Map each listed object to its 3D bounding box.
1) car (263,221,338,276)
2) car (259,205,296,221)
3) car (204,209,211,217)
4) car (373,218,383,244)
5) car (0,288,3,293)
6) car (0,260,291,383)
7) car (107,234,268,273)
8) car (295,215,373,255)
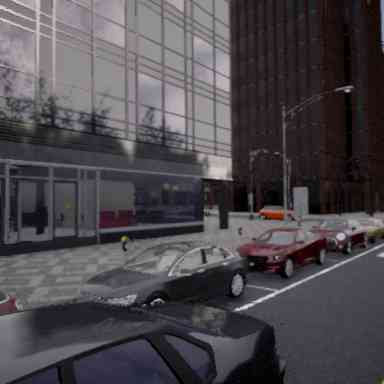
[{"bbox_3d":[3.222,1.930,11.547,1.887,1.381,4.507,-2,-3,41],"label":"car"},{"bbox_3d":[9.541,2.226,35.704,4.553,1.767,2.097,-1,-2,41],"label":"car"},{"bbox_3d":[0.430,2.575,43.592,4.181,1.385,1.994,-1,-1,41],"label":"car"},{"bbox_3d":[10.272,2.125,19.653,1.752,1.417,4.829,-2,-3,41],"label":"car"},{"bbox_3d":[-3.940,1.609,3.318,1.967,1.590,4.097,-2,-3,41],"label":"car"},{"bbox_3d":[-1.271,1.648,2.173,2.033,1.411,5.357,-2,-3,41],"label":"car"},{"bbox_3d":[-0.358,1.828,7.430,2.008,1.369,4.403,-2,-3,41],"label":"car"},{"bbox_3d":[6.802,1.934,15.668,1.967,1.590,4.097,-2,-3,41],"label":"car"}]
